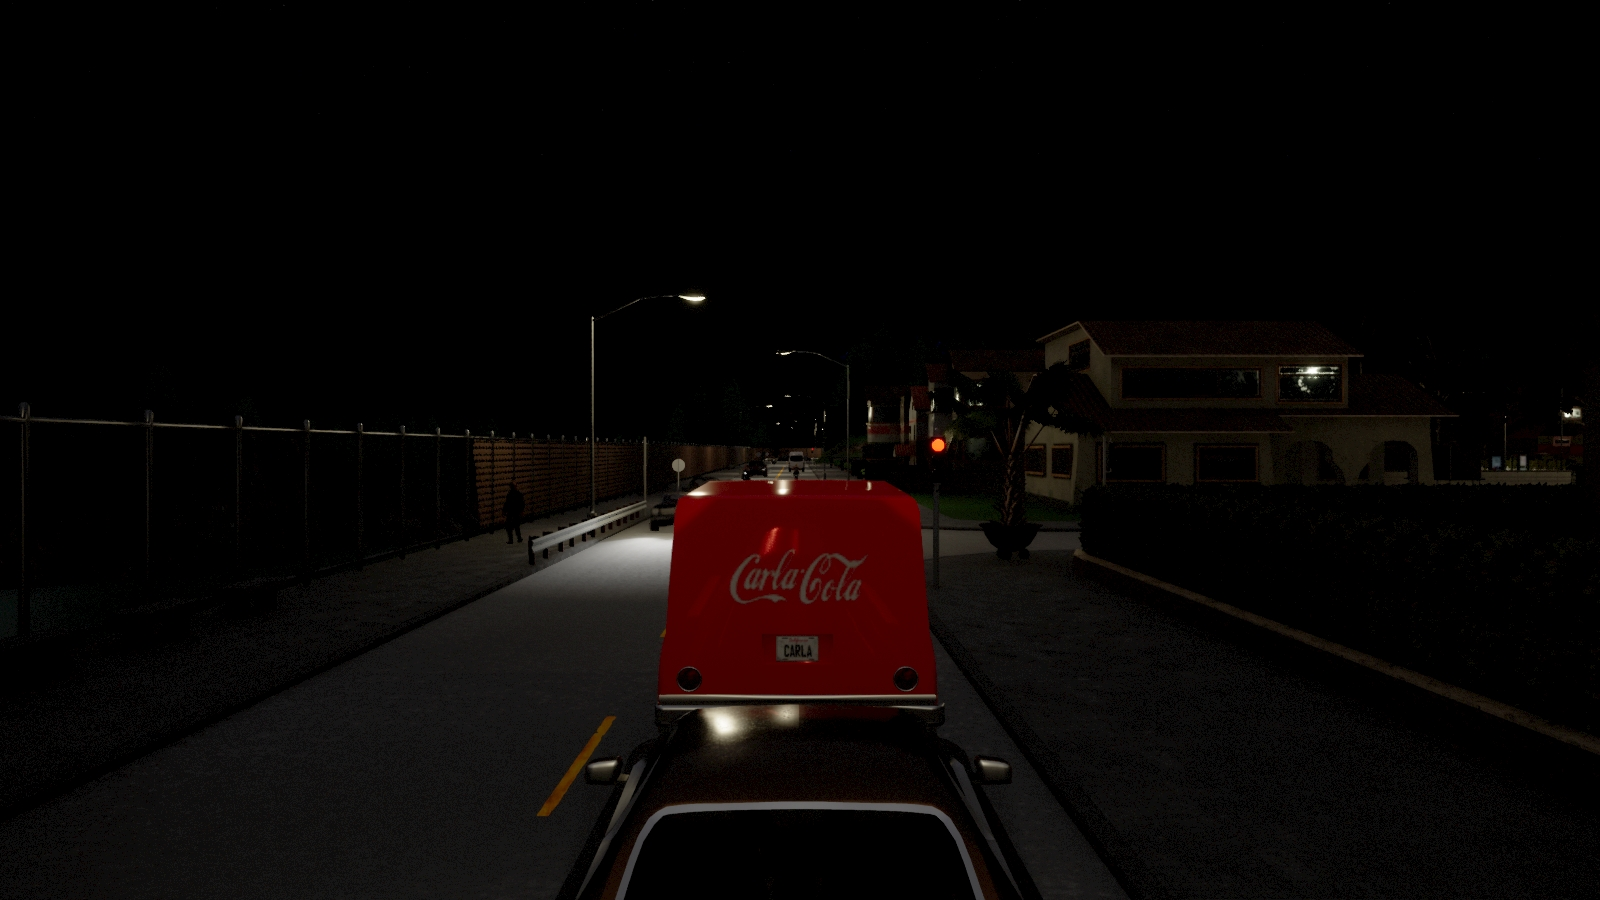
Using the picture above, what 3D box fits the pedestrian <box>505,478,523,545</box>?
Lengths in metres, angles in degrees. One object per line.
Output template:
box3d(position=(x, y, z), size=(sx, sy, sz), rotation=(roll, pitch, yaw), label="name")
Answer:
box3d(position=(-8.104, 1.733, 32.417), size=(0.375, 1.860, 0.375), rotation=(0, 0, 13), label="pedestrian")

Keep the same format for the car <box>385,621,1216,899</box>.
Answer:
box3d(position=(-0.006, 1.989, 5.238), size=(2.152, 1.651, 5.027), rotation=(0, 0, 0), label="car")

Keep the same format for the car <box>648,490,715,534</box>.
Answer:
box3d(position=(-4.114, 2.141, 40.333), size=(1.895, 1.301, 4.718), rotation=(0, 0, 0), label="car")

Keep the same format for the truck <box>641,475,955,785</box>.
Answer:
box3d(position=(-0.025, 1.564, 12.158), size=(2.627, 2.467, 5.204), rotation=(0, 0, 0), label="truck")
